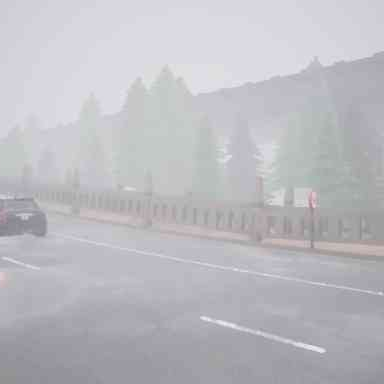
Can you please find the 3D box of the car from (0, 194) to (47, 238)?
[{"bbox_3d":[-8.146,0.880,14.028,4.553,1.767,2.097,4,3,36],"label":"car"}]
